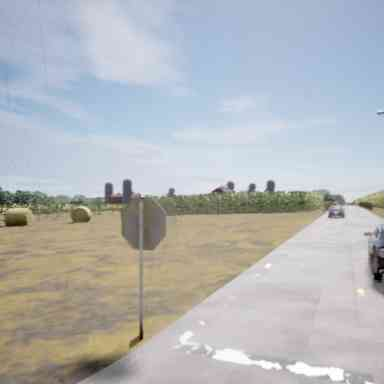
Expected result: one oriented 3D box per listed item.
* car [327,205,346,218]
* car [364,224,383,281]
[{"bbox_3d":[17.934,2.346,41.169,2.128,1.511,4.902,-2,-2,25],"label":"car"},{"bbox_3d":[6.367,1.679,9.975,2.128,1.511,4.902,-2,-2,26],"label":"car"}]
